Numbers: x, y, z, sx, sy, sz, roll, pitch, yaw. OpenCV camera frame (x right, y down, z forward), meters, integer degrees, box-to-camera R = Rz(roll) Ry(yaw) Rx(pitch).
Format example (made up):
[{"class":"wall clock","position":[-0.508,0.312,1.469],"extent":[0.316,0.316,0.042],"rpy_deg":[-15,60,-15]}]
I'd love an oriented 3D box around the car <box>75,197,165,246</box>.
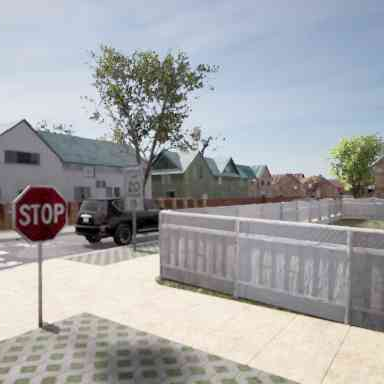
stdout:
[{"class":"car","position":[-2.781,1.240,15.705],"extent":[2.150,2.045,5.566],"rpy_deg":[-1,-1,34]}]

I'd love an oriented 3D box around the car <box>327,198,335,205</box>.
[{"class":"car","position":[20.327,1.659,49.353],"extent":[1.882,1.535,5.008],"rpy_deg":[-1,-1,34]}]

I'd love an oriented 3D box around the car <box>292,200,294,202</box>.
[{"class":"car","position":[14.862,1.691,46.251],"extent":[2.128,1.511,4.902],"rpy_deg":[-1,-1,34]}]

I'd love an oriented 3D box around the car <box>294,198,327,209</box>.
[{"class":"car","position":[14.603,1.495,40.931],"extent":[2.097,1.767,4.553],"rpy_deg":[-1,-1,35]}]
